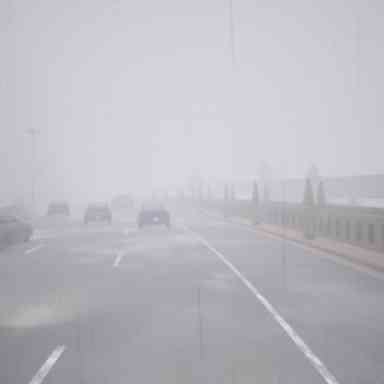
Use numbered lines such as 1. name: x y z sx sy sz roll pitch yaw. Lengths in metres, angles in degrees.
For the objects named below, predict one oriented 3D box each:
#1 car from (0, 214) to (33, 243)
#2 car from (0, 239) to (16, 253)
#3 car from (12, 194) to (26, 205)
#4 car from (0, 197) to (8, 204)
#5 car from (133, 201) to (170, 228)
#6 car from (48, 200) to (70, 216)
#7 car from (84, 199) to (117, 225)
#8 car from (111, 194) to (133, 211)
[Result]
1. car: -8.207 1.595 13.799 1.994 1.385 4.181 0 0 -8
2. car: -3.632 1.517 2.751 1.837 1.490 4.892 0 0 -2
3. car: -33.999 1.423 65.434 2.150 2.045 5.566 0 0 -22
4. car: -38.726 1.756 67.715 2.128 1.511 4.902 0 0 -22
5. car: -2.699 1.478 22.235 1.882 1.535 5.008 0 0 -13
6. car: -13.207 1.537 33.092 1.882 1.535 5.008 0 0 -20
7. car: -6.879 1.513 24.572 2.128 1.511 4.902 0 0 -14
8. car: -8.609 1.242 40.719 2.150 2.045 5.566 0 0 -22
